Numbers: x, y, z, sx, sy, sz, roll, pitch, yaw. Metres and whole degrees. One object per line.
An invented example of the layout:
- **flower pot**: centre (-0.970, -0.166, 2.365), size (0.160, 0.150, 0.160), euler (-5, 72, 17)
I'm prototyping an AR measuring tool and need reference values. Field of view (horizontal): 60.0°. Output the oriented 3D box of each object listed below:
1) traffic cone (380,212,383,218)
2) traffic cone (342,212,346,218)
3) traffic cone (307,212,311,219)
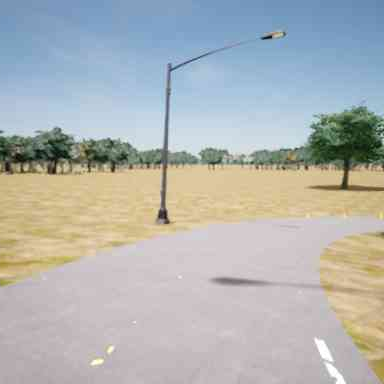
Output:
- **traffic cone**: centre (19.437, 2.369, 34.114), size (0.340, 0.580, 0.340), euler (2, 4, -21)
- **traffic cone**: centre (14.570, 2.168, 31.792), size (0.340, 0.580, 0.340), euler (2, 3, -30)
- **traffic cone**: centre (10.086, 2.000, 28.786), size (0.340, 0.580, 0.340), euler (2, 3, -38)
